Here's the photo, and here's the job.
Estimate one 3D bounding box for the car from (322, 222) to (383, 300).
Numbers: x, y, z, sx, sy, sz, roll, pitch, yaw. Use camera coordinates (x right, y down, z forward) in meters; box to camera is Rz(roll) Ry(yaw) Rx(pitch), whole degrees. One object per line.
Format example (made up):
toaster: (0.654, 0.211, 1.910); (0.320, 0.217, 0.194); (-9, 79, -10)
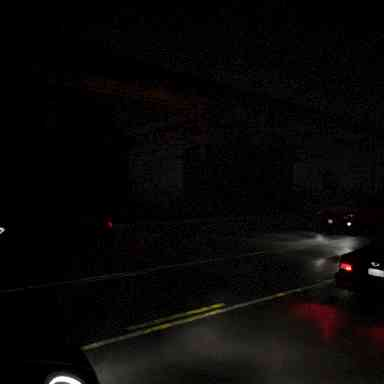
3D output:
car: (5.467, 1.547, 7.658); (5.357, 1.411, 2.033); (0, 0, -36)

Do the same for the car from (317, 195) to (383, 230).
car: (9.637, 1.226, 19.363); (5.566, 2.045, 2.150); (0, 0, -35)

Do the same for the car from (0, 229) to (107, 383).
car: (-2.769, 1.352, 1.753); (4.553, 1.767, 2.097); (0, 0, -36)

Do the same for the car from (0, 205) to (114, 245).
car: (-5.468, 1.352, 12.985); (4.553, 1.767, 2.097); (0, 0, -35)
